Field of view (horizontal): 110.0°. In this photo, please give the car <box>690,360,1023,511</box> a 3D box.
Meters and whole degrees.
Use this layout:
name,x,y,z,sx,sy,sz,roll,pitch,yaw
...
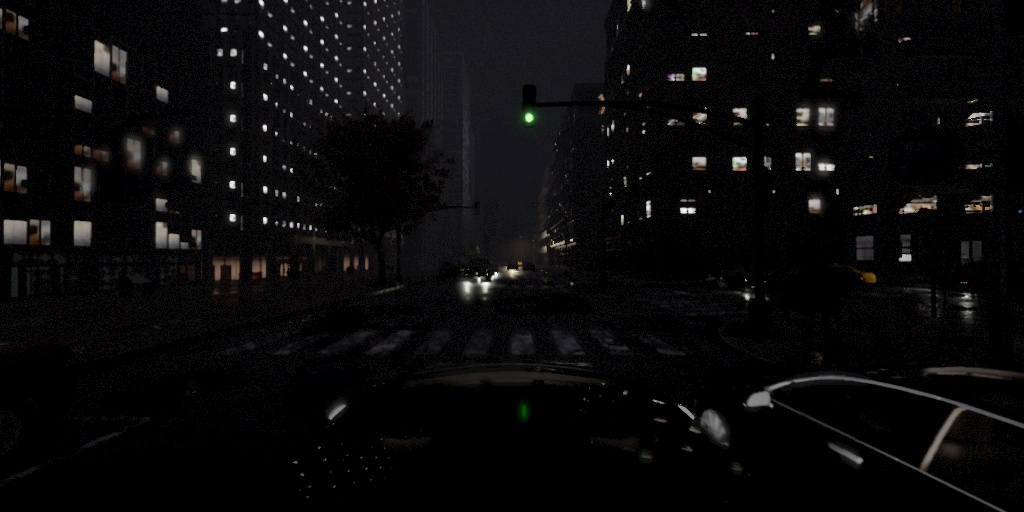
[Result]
name,x,y,z,sx,sy,sz,roll,pitch,yaw
car,2.689,1.303,2.012,2.007,1.370,4.403,0,0,0

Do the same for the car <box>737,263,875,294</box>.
name,x,y,z,sx,sy,sz,roll,pitch,yaw
car,15.267,1.194,18.854,5.357,1.411,2.033,-1,0,-1

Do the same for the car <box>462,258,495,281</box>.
name,x,y,z,sx,sy,sz,roll,pitch,yaw
car,-3.075,1.223,34.037,2.150,2.045,5.566,0,-1,0

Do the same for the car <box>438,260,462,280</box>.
name,x,y,z,sx,sy,sz,roll,pitch,yaw
car,-5.666,1.319,34.405,2.192,1.841,5.009,0,0,0

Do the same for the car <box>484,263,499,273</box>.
name,x,y,z,sx,sy,sz,roll,pitch,yaw
car,-3.049,1.767,54.219,1.895,1.301,4.718,0,0,0

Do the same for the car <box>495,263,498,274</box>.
name,x,y,z,sx,sy,sz,roll,pitch,yaw
car,-3.067,1.607,43.915,1.812,1.442,4.674,0,0,0

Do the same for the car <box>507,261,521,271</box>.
name,x,y,z,sx,sy,sz,roll,pitch,yaw
car,0.146,1.719,61.436,2.128,1.511,4.902,0,0,0

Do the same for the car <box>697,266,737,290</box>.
name,x,y,z,sx,sy,sz,roll,pitch,yaw
car,13.450,1.240,21.420,4.403,1.370,2.007,0,0,-1

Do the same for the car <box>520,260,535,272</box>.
name,x,y,z,sx,sy,sz,roll,pitch,yaw
car,2.733,1.751,56.488,1.948,1.339,4.313,0,0,0

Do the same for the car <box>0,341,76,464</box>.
name,x,y,z,sx,sy,sz,roll,pitch,yaw
car,-5.692,1.297,2.018,1.888,1.381,4.507,0,0,0

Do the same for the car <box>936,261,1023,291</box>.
name,x,y,z,sx,sy,sz,roll,pitch,yaw
car,25.281,1.013,18.944,4.892,1.490,1.837,-1,0,0
